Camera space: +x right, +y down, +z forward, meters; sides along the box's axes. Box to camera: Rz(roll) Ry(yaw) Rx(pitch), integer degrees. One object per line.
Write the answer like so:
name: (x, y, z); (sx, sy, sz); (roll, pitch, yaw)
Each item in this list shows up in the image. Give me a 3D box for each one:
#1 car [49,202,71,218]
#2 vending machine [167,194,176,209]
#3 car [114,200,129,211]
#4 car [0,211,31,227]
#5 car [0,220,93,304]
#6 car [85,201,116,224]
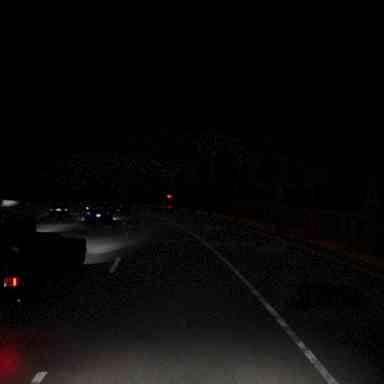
car: (-12.761, 1.653, 32.088); (2.033, 1.411, 5.357); (0, 0, -20)
vending machine: (-2.923, 1.280, 47.253); (1.100, 2.100, 0.880); (0, 0, -25)
car: (-9.289, 1.675, 41.932); (1.994, 1.385, 4.181); (0, 0, -24)
car: (-8.251, 1.534, 14.185); (2.128, 1.511, 4.902); (0, 0, -8)
car: (-3.941, 1.620, 8.048); (1.895, 1.301, 4.718); (0, 0, -5)
car: (-7.094, 1.624, 25.389); (1.994, 1.385, 4.181); (0, 0, -14)
